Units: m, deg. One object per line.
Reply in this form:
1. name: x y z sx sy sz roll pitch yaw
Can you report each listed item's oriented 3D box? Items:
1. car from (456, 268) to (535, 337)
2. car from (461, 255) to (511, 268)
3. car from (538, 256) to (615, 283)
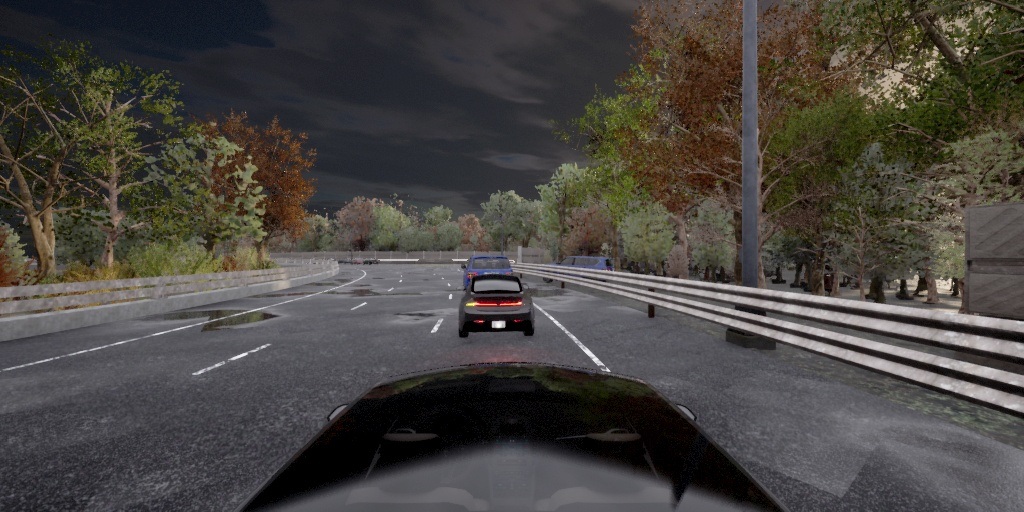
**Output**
1. car: -0.519 1.255 10.288 1.837 1.490 4.892 0 0 -5
2. car: -1.241 0.971 17.416 2.150 2.045 5.566 0 0 -9
3. car: 4.645 1.004 25.958 5.566 2.045 2.150 3 1 30
